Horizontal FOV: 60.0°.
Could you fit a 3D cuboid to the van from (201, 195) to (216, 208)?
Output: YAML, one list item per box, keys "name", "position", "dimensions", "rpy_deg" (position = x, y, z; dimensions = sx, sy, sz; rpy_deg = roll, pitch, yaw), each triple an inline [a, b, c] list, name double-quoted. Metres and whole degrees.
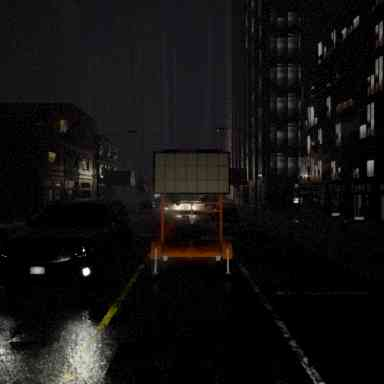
- name: "van"
  position: [2.657, 1.351, 48.613]
  dimensions: [1.690, 1.788, 3.998]
  rpy_deg: [0, 0, 0]

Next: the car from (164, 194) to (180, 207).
- name: "car"
  position: [-3.029, 1.232, 50.263]
  dimensions: [2.150, 2.045, 5.566]
  rpy_deg: [0, 0, 0]

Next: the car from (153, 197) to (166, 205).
- name: "car"
  position: [-5.728, 1.584, 59.652]
  dimensions: [1.947, 1.339, 4.313]
  rpy_deg: [0, 0, 0]

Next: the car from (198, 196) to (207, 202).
- name: "car"
  position: [2.639, 1.586, 81.759]
  dimensions: [2.008, 1.369, 4.403]
  rpy_deg: [0, 0, 0]

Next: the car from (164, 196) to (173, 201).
- name: "car"
  position: [-5.741, 1.617, 81.750]
  dimensions: [1.802, 1.307, 4.206]
  rpy_deg: [0, 0, 0]

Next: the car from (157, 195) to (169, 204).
- name: "car"
  position: [-5.732, 1.462, 65.177]
  dimensions: [1.967, 1.590, 4.097]
  rpy_deg: [0, 0, 0]

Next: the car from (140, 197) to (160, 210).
- name: "car"
  position: [-5.719, 1.557, 43.081]
  dimensions: [2.008, 1.369, 4.403]
  rpy_deg: [0, 0, 0]

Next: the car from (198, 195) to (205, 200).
- name: "car"
  position: [2.632, 1.571, 92.976]
  dimensions: [1.752, 1.417, 4.829]
  rpy_deg: [0, 0, 0]

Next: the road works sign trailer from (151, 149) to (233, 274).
- name: "road works sign trailer"
  position: [-0.006, 0.463, 10.533]
  dimensions: [2.380, 3.560, 2.880]
  rpy_deg: [0, 0, 0]

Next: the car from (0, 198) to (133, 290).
- name: "car"
  position: [-3.106, 1.221, 9.437]
  dimensions: [2.150, 2.045, 5.566]
  rpy_deg: [0, 0, 0]

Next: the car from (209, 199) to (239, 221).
- name: "car"
  position: [2.672, 1.551, 26.516]
  dimensions: [2.008, 1.369, 4.403]
  rpy_deg: [0, 0, 0]

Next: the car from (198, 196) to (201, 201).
- name: "car"
  position: [2.648, 1.547, 65.355]
  dimensions: [1.752, 1.417, 4.829]
  rpy_deg: [0, 0, 0]

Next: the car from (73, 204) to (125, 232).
- name: "car"
  position: [-5.705, 1.551, 20.985]
  dimensions: [2.008, 1.369, 4.403]
  rpy_deg: [0, 0, 0]
